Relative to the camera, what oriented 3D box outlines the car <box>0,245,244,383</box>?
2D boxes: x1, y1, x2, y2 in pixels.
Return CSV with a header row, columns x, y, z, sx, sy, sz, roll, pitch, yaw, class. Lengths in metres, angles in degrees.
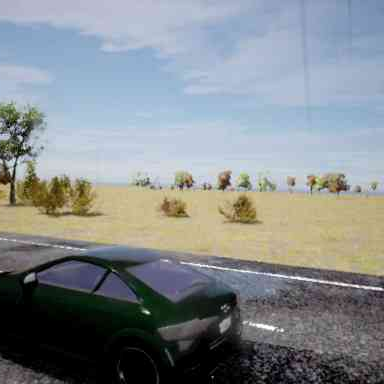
x,y,z,sx,sy,sz,roll,pitch,yaw,class
-1.376,1.514,4.889,4.181,1.385,1.994,1,0,27,car
